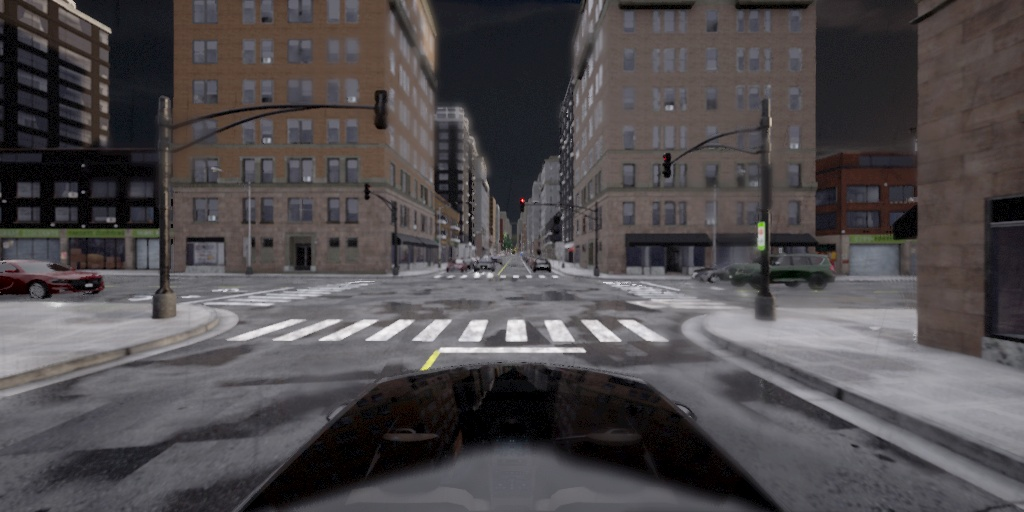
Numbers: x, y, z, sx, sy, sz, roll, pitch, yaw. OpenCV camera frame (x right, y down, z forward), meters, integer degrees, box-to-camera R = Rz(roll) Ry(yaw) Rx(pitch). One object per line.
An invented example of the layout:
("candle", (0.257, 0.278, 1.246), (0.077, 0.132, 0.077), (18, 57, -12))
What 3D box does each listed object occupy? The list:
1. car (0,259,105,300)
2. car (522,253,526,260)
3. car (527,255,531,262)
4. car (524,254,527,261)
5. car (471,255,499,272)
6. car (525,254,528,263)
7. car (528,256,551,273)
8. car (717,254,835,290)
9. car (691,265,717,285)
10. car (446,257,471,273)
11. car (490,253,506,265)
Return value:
("car", (-19.697, 0.902, 14.592), (5.008, 1.535, 1.882), (0, 0, 0))
("car", (3.326, 0.623, 63.947), (1.948, 1.339, 4.313), (0, 0, 1))
("car", (3.047, 0.851, 41.827), (1.888, 1.381, 4.507), (0, 0, 1))
("car", (3.186, 0.727, 52.887), (1.888, 1.381, 4.507), (0, 0, 1))
("car", (-2.768, 0.920, 37.383), (1.994, 1.385, 4.181), (0, 1, 1))
("car", (3.116, 0.794, 47.357), (2.007, 1.370, 4.403), (0, 0, 1))
("car", (2.977, 0.933, 36.297), (1.948, 1.339, 4.313), (0, 0, 1))
("car", (15.621, 0.890, 21.063), (5.566, 2.045, 2.150), (0, 0, 0))
("car", (14.831, 1.149, 24.314), (4.902, 1.511, 2.128), (0, 0, 2))
("car", (-5.548, 0.950, 36.400), (1.802, 1.307, 4.207), (0, 0, 1))
("car", (-2.460, 0.683, 57.087), (2.033, 1.411, 5.357), (0, 1, 1))
